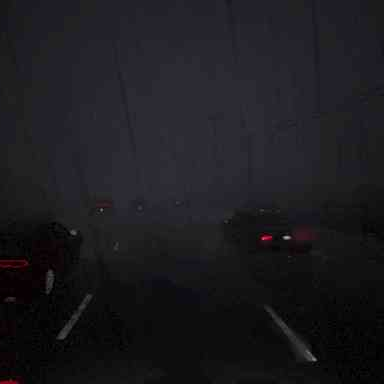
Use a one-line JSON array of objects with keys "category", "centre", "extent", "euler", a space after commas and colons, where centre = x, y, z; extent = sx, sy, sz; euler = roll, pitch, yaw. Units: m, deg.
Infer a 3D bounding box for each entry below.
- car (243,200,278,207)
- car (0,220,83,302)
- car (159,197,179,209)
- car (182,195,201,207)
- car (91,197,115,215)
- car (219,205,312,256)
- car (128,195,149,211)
[{"category": "car", "centre": [4.280, 1.300, 21.967], "extent": [2.128, 1.511, 4.902], "euler": [0, 0, -11]}, {"category": "car", "centre": [-4.011, 1.408, 8.089], "extent": [1.882, 1.535, 5.008], "euler": [0, 0, -7]}, {"category": "car", "centre": [-2.759, 1.267, 38.839], "extent": [1.895, 1.301, 4.718], "euler": [0, 0, -12]}, {"category": "car", "centre": [-0.089, 1.155, 43.195], "extent": [1.812, 1.442, 4.674], "euler": [0, 0, -12]}, {"category": "car", "centre": [-8.245, 1.242, 30.816], "extent": [1.837, 1.490, 4.892], "euler": [0, 1, -12]}, {"category": "car", "centre": [2.502, 1.437, 12.702], "extent": [2.033, 1.411, 5.357], "euler": [0, 1, -9]}, {"category": "car", "centre": [-5.636, 1.297, 35.469], "extent": [1.895, 1.301, 4.718], "euler": [0, 0, -12]}]
